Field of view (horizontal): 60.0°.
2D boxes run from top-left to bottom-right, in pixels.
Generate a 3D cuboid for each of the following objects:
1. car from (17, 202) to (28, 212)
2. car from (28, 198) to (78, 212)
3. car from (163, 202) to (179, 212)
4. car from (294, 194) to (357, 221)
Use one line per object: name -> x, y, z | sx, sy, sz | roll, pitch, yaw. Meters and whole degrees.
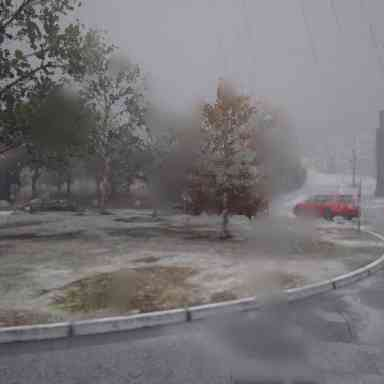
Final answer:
car -> -17.304, 1.416, 38.096 | 4.892, 1.490, 1.837 | 0, 0, -30
car -> -14.782, 1.447, 35.913 | 4.674, 1.442, 1.812 | 1, -1, -26
car -> -0.832, 1.558, 37.420 | 4.902, 1.511, 2.128 | 1, 0, 19
car -> 10.751, 1.225, 27.210 | 2.150, 2.045, 5.566 | 1, -1, -21
